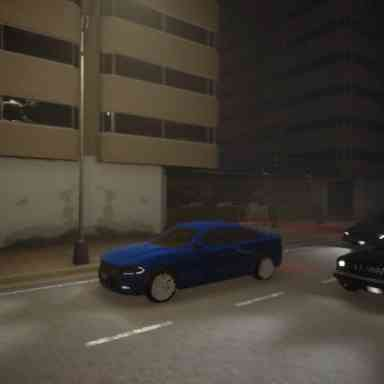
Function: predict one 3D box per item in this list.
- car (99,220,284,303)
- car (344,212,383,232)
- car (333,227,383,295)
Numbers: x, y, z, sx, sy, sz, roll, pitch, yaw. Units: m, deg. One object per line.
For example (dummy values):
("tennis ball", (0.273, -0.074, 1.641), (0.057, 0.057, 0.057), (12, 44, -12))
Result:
("car", (0.186, 1.504, 8.438), (5.008, 1.535, 1.882), (0, 0, -36))
("car", (8.850, 1.621, 14.667), (5.357, 1.411, 2.033), (0, 0, -36))
("car", (5.407, 1.642, 7.883), (4.718, 1.301, 1.895), (0, 0, -36))
